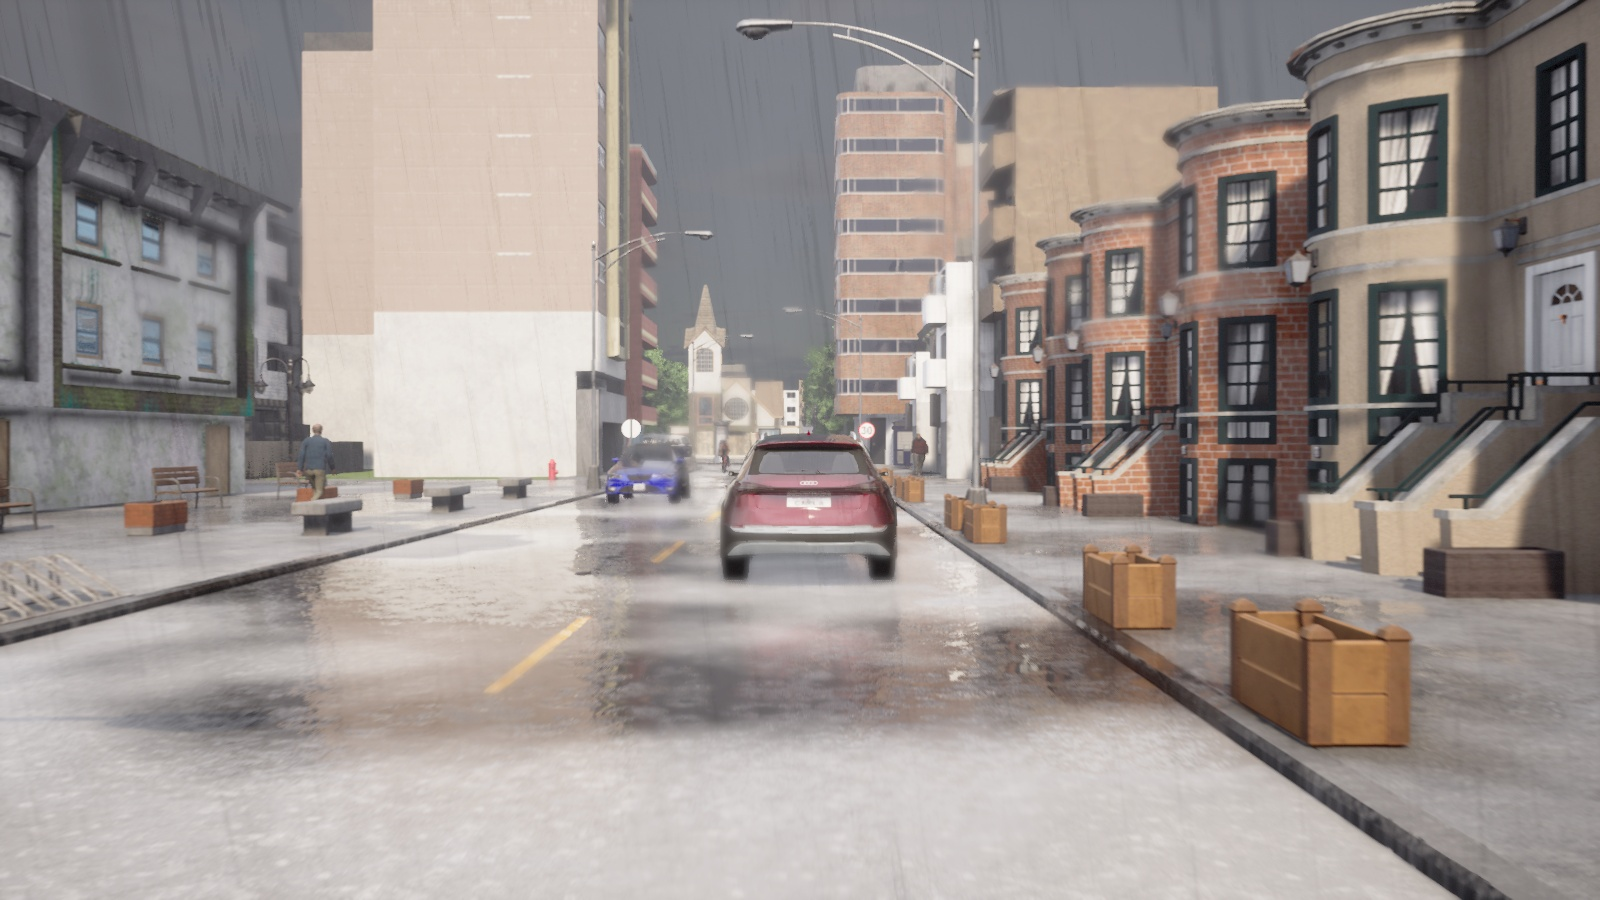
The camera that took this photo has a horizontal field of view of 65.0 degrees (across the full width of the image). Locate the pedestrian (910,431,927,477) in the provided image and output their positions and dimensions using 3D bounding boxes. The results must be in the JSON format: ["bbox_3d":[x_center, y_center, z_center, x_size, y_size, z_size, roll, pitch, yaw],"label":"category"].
[{"bbox_3d":[4.819,0.173,50.869,0.634,1.844,0.899,0,0,9],"label":"pedestrian"}]

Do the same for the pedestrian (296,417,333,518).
[{"bbox_3d":[-8.948,0.318,23.142,0.402,1.842,0.726,0,0,0],"label":"pedestrian"}]

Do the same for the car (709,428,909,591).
[{"bbox_3d":[0.103,0.591,15.171,2.033,1.649,4.856,0,0,0],"label":"car"}]

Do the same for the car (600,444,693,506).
[{"bbox_3d":[-3.808,0.578,31.694,1.816,1.474,4.193,0,0,0],"label":"car"}]

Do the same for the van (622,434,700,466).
[{"bbox_3d":[-8.862,0.012,80.129,4.480,2.038,2.069,0,-1,17],"label":"van"}]
